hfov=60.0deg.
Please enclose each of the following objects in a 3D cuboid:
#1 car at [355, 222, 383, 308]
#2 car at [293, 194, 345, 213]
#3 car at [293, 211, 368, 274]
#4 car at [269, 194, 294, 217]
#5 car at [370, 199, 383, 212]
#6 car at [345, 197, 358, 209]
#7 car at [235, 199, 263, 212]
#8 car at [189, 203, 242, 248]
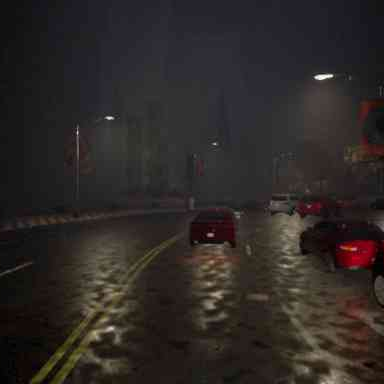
[{"bbox_3d":[4.592,1.490,4.855,1.882,1.535,5.008,0,0,1],"label":"car"},{"bbox_3d":[11.160,1.255,28.967,2.150,2.045,5.566,0,0,39],"label":"car"},{"bbox_3d":[4.728,1.539,10.429,1.812,1.442,4.674,0,0,4],"label":"car"},{"bbox_3d":[9.529,1.249,32.429,2.150,2.045,5.566,0,0,40],"label":"car"},{"bbox_3d":[22.680,1.540,38.250,5.008,1.535,1.882,0,0,-26],"label":"car"},{"bbox_3d":[20.122,1.408,44.815,4.553,1.767,2.097,0,0,-24],"label":"car"},{"bbox_3d":[6.330,1.567,39.457,2.033,1.411,5.357,0,0,45],"label":"car"},{"bbox_3d":[1.132,1.482,15.079,1.882,1.535,5.008,0,0,10],"label":"car"}]
